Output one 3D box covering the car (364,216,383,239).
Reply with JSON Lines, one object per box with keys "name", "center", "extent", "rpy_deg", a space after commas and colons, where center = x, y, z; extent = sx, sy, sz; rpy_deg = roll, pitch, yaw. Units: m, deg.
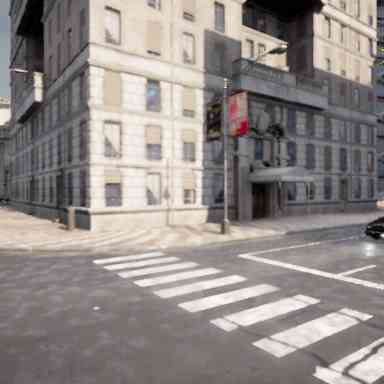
{"name": "car", "center": [10.277, 1.442, 15.608], "extent": [5.357, 1.411, 2.033], "rpy_deg": [0, 0, -35]}
